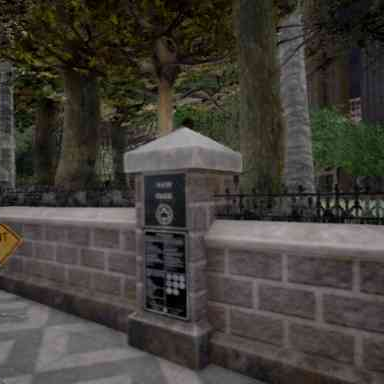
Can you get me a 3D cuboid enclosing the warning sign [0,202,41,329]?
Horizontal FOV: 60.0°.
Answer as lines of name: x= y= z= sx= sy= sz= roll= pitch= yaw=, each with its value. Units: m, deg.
warning sign: x=-3.337 y=1.124 z=5.269 sx=1.060 sy=1.860 sz=1.300 roll=-1 pitch=0 yaw=36
